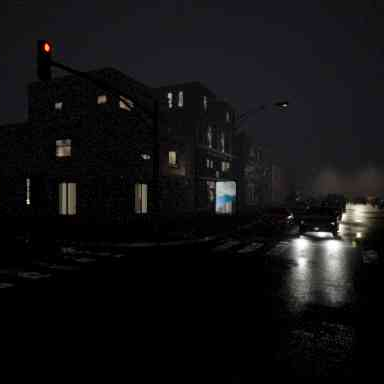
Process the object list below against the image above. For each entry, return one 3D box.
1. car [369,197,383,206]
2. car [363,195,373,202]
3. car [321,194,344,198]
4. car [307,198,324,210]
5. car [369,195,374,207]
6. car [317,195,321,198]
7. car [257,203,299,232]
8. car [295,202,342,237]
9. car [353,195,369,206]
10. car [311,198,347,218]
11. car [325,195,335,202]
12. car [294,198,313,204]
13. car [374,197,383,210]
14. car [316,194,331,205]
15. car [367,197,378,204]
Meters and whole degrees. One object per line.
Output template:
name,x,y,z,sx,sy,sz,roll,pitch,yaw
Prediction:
car,31.520,1.568,56.822,2.008,1.369,4.403,0,0,25
car,43.231,1.475,81.824,1.967,1.590,4.097,0,0,25
car,16.135,1.228,37.397,2.150,2.045,5.566,0,0,25
car,16.838,1.534,45.233,1.752,1.417,4.829,0,0,25
car,29.179,1.454,51.820,1.967,1.590,4.097,0,0,25
car,14.569,1.447,40.386,1.967,1.590,4.097,0,0,25
car,5.200,1.584,20.383,1.802,1.307,4.206,0,0,25
car,7.126,1.528,18.418,1.812,1.442,4.674,0,0,26
car,28.852,1.494,57.244,1.882,1.535,5.008,0,0,25
car,11.556,1.496,27.775,2.128,1.511,4.902,0,0,25
car,33.306,1.470,80.392,1.967,1.590,4.097,0,0,25
car,9.884,1.555,30.384,2.008,1.369,4.403,0,0,25
car,24.494,1.561,41.820,2.008,1.369,4.403,0,0,25
car,23.938,1.331,60.389,2.192,1.841,5.009,0,0,25
car,36.204,1.605,66.823,1.802,1.307,4.206,0,0,25
